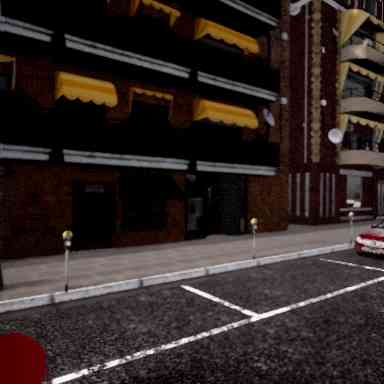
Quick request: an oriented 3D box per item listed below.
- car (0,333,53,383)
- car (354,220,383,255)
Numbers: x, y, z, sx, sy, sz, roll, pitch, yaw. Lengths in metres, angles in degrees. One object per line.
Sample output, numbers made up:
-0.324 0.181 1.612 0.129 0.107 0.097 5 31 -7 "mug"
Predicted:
-2.957 1.526 1.266 4.674 1.442 1.812 0 0 -35 "car"
7.549 1.579 11.932 4.206 1.307 1.802 0 1 -35 "car"
